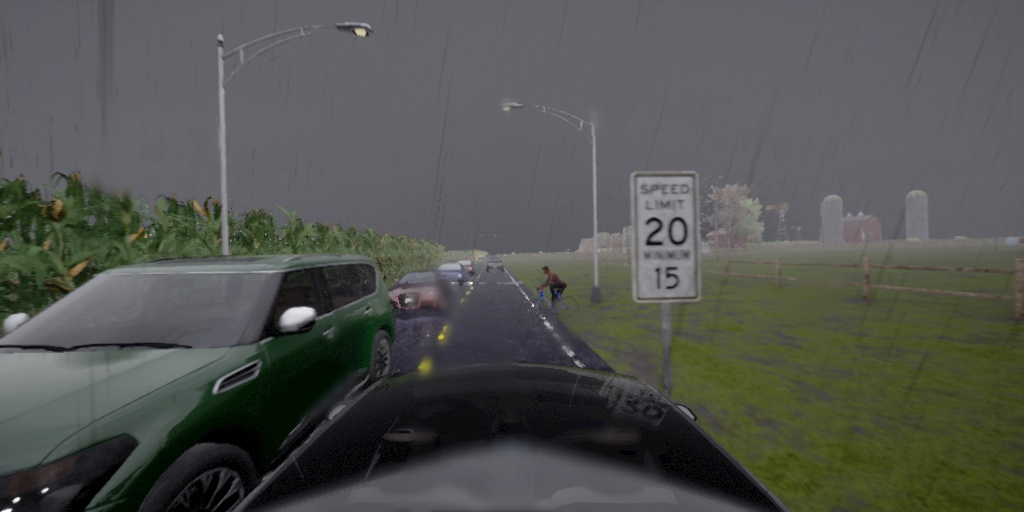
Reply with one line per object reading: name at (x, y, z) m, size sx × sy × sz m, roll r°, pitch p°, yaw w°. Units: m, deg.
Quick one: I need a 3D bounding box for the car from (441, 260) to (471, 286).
car at (-3.961, 1.159, 23.723) m, size 1.812 × 1.442 × 4.674 m, roll -1°, pitch 0°, yaw -3°

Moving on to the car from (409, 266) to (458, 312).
car at (-3.425, 1.272, 13.734) m, size 1.994 × 1.385 × 4.181 m, roll -1°, pitch 0°, yaw -3°

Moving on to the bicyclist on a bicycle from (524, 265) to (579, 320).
bicyclist on a bicycle at (1.175, 1.099, 10.666) m, size 1.656 × 1.620 × 0.582 m, roll -2°, pitch 0°, yaw -3°

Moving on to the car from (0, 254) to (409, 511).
car at (-2.909, 1.005, 3.762) m, size 2.150 × 2.045 × 5.566 m, roll -1°, pitch 0°, yaw -2°

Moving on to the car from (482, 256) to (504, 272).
car at (-1.880, 0.954, 39.653) m, size 2.128 × 1.511 × 4.902 m, roll -1°, pitch 0°, yaw -3°

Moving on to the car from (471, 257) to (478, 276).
car at (-4.474, 1.083, 33.878) m, size 1.812 × 1.442 × 4.674 m, roll -1°, pitch 0°, yaw -3°
